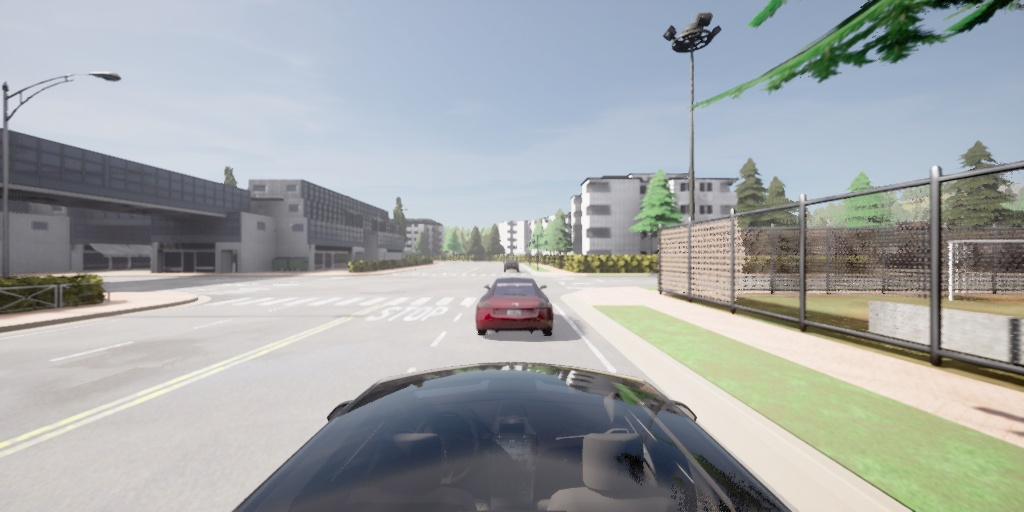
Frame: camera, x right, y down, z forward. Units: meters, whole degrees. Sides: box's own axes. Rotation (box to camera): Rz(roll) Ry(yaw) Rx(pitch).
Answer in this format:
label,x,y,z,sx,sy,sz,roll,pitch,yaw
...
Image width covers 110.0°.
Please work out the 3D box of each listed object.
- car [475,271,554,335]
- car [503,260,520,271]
label,x,y,z,sx,sy,sz,roll,pitch,yaw
car,0.091,1.301,10.483,1.994,1.385,4.181,0,0,1
car,-0.073,1.194,44.664,1.837,1.490,4.892,0,0,-1
